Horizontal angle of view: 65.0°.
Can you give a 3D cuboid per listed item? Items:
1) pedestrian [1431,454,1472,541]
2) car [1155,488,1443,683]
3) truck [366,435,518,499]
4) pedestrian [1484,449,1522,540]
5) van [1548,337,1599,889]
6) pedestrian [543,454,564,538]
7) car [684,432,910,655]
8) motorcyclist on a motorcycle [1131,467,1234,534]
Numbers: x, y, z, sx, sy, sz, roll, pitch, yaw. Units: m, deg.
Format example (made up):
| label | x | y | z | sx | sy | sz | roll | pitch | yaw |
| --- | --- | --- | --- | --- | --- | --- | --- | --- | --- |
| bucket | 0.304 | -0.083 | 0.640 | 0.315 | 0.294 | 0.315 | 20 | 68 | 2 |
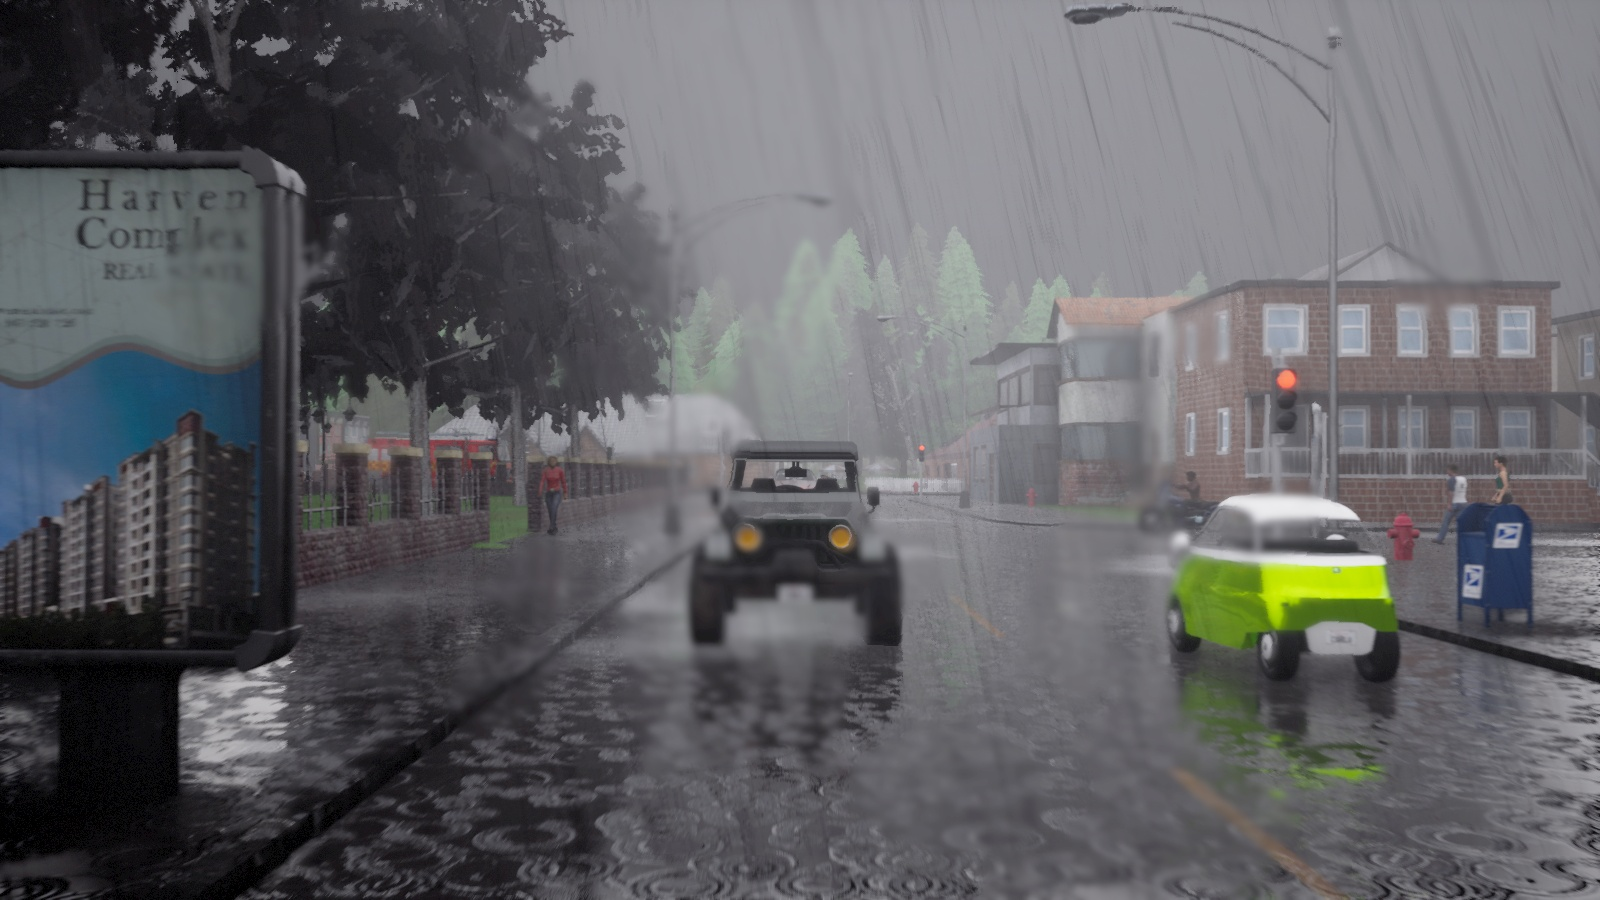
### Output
| label | x | y | z | sx | sy | sz | roll | pitch | yaw |
| --- | --- | --- | --- | --- | --- | --- | --- | --- | --- |
| pedestrian | 13.860 | 1.002 | 26.716 | 0.354 | 1.836 | 0.706 | 0 | -1 | -20 |
| car | 3.970 | 1.026 | 10.312 | 1.481 | 1.376 | 2.207 | 0 | -1 | 0 |
| truck | -21.833 | 1.025 | 76.898 | 8.468 | 3.827 | 2.891 | 0 | -1 | -1 |
| pedestrian | 14.348 | 0.896 | 25.636 | 0.594 | 1.836 | 0.345 | -1 | -1 | 44 |
| van | 3.992 | 0.567 | 2.692 | 2.069 | 2.038 | 4.480 | 0 | -1 | 0 |
| pedestrian | -5.430 | 1.010 | 27.699 | 0.331 | 1.846 | 0.636 | 0 | -1 | 0 |
| car | -0.034 | 0.821 | 12.549 | 1.905 | 1.878 | 3.866 | 0 | -1 | 0 |
| motorcyclist on a motorcycle | 9.666 | 1.258 | 31.744 | 2.350 | 1.649 | 0.766 | 0 | -1 | -1 |
